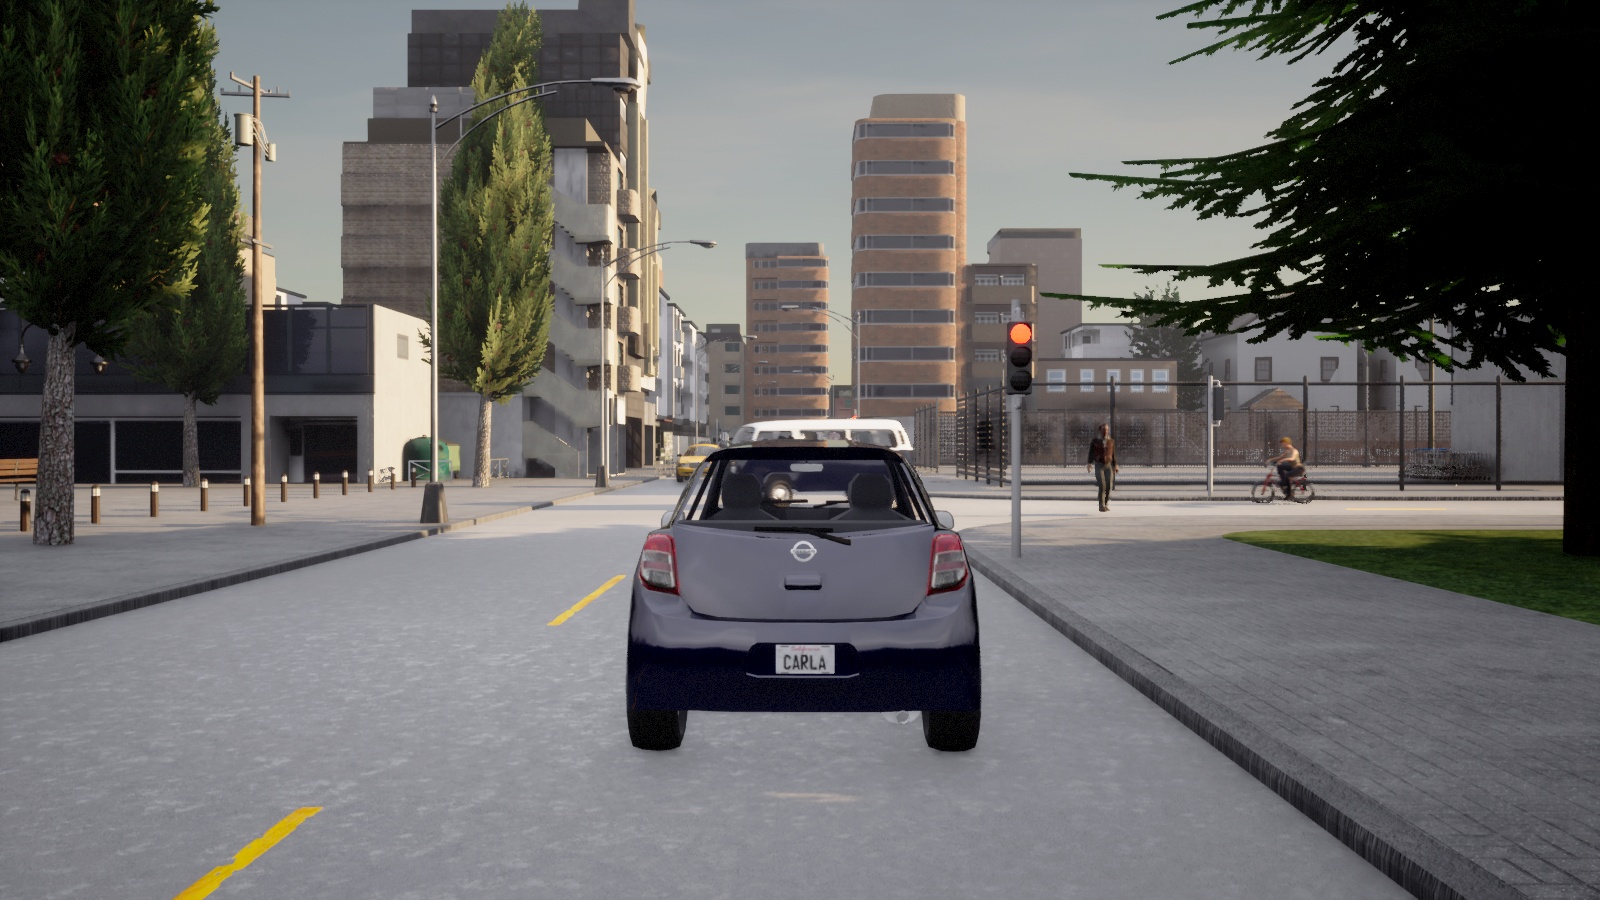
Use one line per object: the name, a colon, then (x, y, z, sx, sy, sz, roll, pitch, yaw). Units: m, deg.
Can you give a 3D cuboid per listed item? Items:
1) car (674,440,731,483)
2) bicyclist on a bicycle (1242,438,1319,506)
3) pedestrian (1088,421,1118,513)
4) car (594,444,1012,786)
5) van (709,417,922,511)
car: (-3.769, 0.404, 49.318, 1.801, 1.575, 5.366, 0, 0, 0)
bicyclist on a bicycle: (11.477, 0.523, 30.042, 1.509, 1.612, 0.866, 0, 0, 0)
pedestrian: (6.161, 0.339, 25.543, 0.376, 1.854, 0.720, 0, 0, -4)
car: (0.036, 0.719, 7.361, 1.845, 1.501, 3.633, 0, 0, 1)
van: (0.333, 0.306, 29.027, 4.480, 2.038, 2.069, 0, 0, -18)
